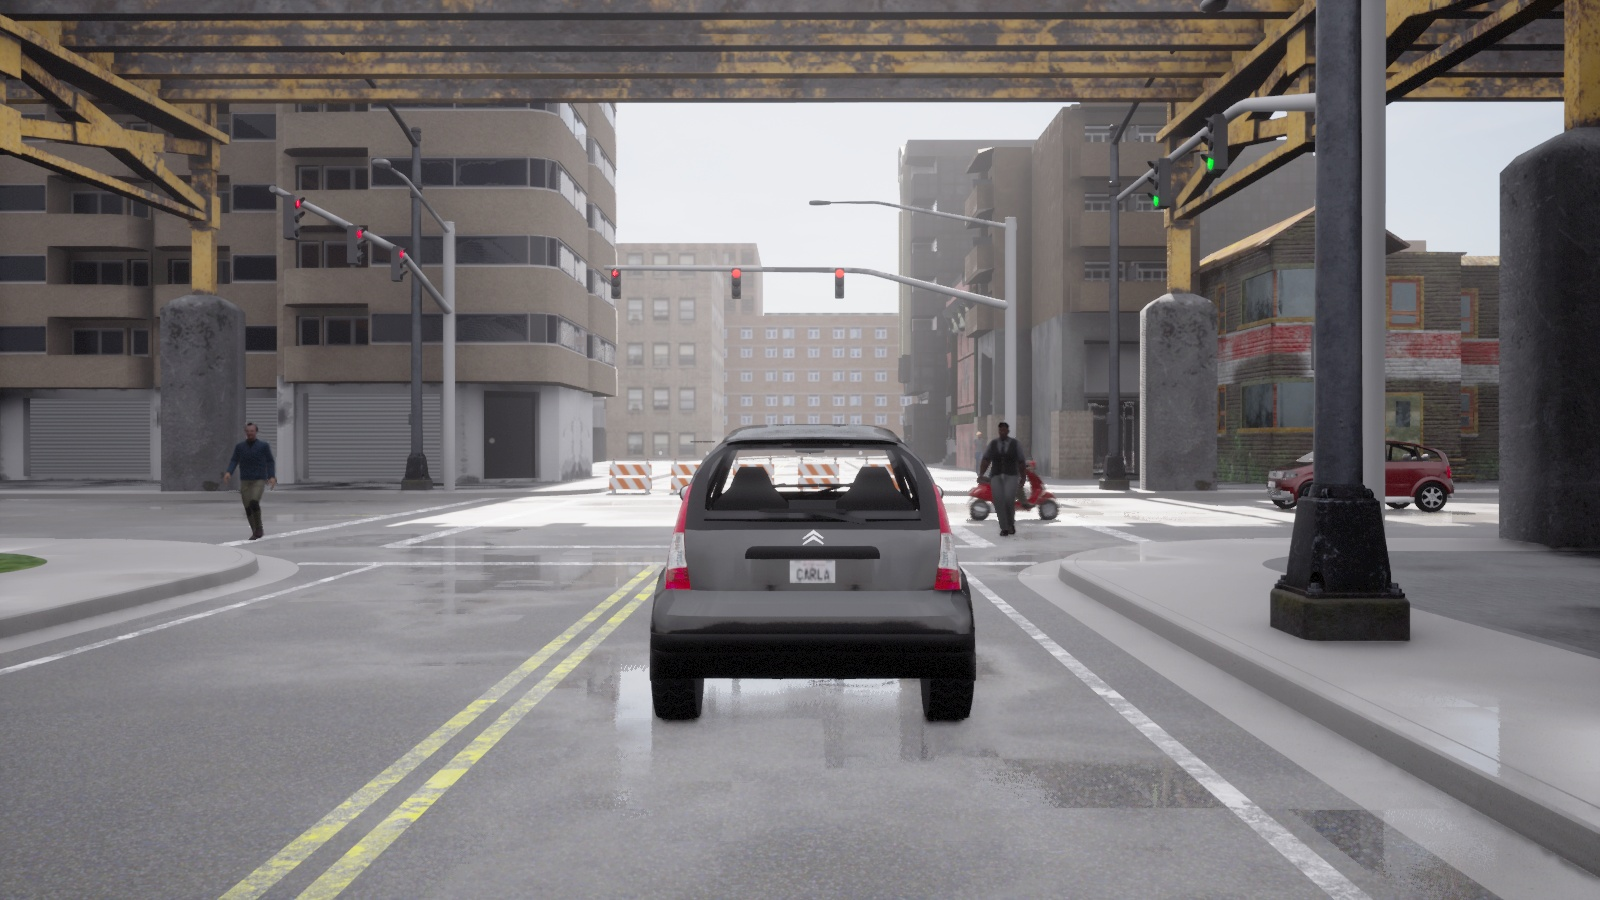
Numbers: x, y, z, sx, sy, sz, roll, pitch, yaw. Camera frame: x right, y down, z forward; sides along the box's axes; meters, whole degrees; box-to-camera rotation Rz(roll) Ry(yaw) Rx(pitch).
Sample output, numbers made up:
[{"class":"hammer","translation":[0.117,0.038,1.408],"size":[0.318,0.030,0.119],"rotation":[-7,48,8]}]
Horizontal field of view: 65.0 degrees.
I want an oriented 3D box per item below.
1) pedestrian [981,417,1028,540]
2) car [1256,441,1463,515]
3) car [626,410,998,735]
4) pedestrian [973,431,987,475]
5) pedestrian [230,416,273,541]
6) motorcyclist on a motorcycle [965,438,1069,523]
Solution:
[{"class":"pedestrian","translation":[3.210,0.436,19.662],"size":[0.563,1.883,0.849],"rotation":[0,0,21]},{"class":"car","translation":[12.146,0.580,27.426],"size":[3.705,1.549,1.789],"rotation":[0,0,0]},{"class":"car","translation":[0.073,0.598,8.243],"size":[1.851,1.617,3.988],"rotation":[0,0,0]},{"class":"pedestrian","translation":[7.499,0.123,52.232],"size":[0.354,1.836,0.706],"rotation":[0,0,-12]},{"class":"pedestrian","translation":[-8.241,0.424,18.897],"size":[0.402,1.842,0.726],"rotation":[0,0,-7]},{"class":"motorcyclist on a motorcycle","translation":[4.119,0.568,23.945],"size":[1.817,1.590,0.866],"rotation":[0,0,0]}]
